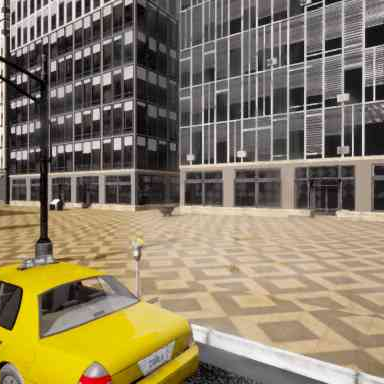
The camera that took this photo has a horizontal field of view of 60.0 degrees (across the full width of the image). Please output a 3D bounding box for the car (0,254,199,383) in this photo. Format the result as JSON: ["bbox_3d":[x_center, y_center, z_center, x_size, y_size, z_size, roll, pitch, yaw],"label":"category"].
[{"bbox_3d":[-2.201,1.525,4.462,4.829,1.417,1.752,0,0,36],"label":"car"}]
